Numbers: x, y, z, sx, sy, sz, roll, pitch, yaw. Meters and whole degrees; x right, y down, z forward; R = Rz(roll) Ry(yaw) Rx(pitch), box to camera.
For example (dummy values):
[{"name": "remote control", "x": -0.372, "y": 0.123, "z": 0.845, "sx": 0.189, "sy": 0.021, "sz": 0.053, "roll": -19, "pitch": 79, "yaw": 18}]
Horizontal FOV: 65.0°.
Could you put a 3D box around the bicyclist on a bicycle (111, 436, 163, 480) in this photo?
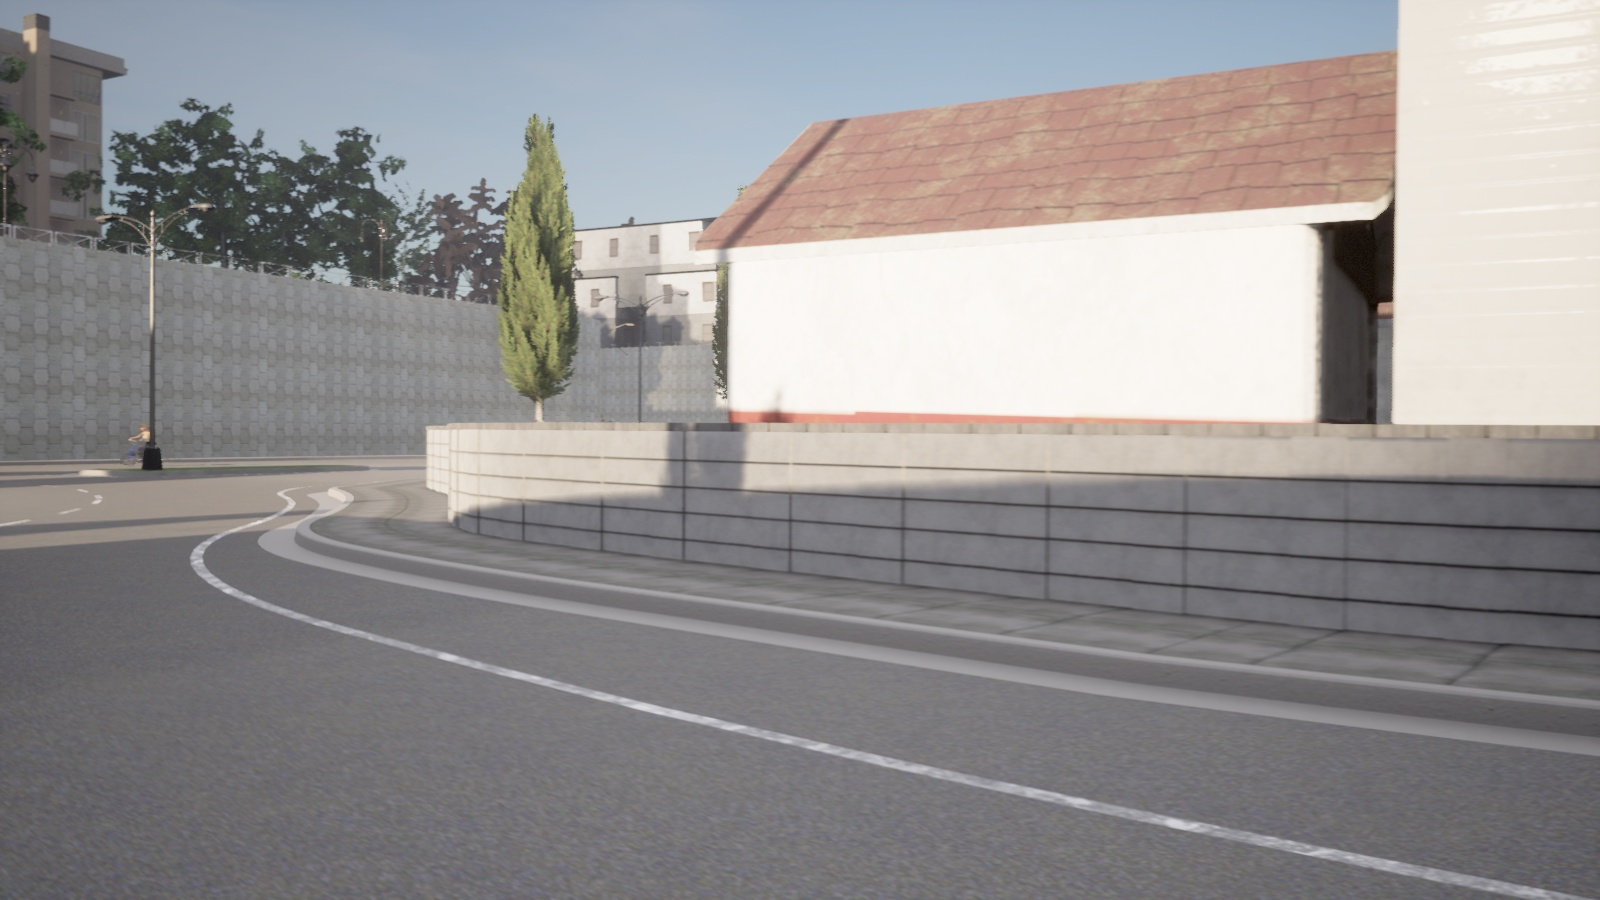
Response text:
[{"name": "bicyclist on a bicycle", "x": -24.932, "y": 0.280, "z": 47.239, "sx": 0.866, "sy": 1.612, "sz": 1.509, "roll": 0, "pitch": 1, "yaw": 30}]
